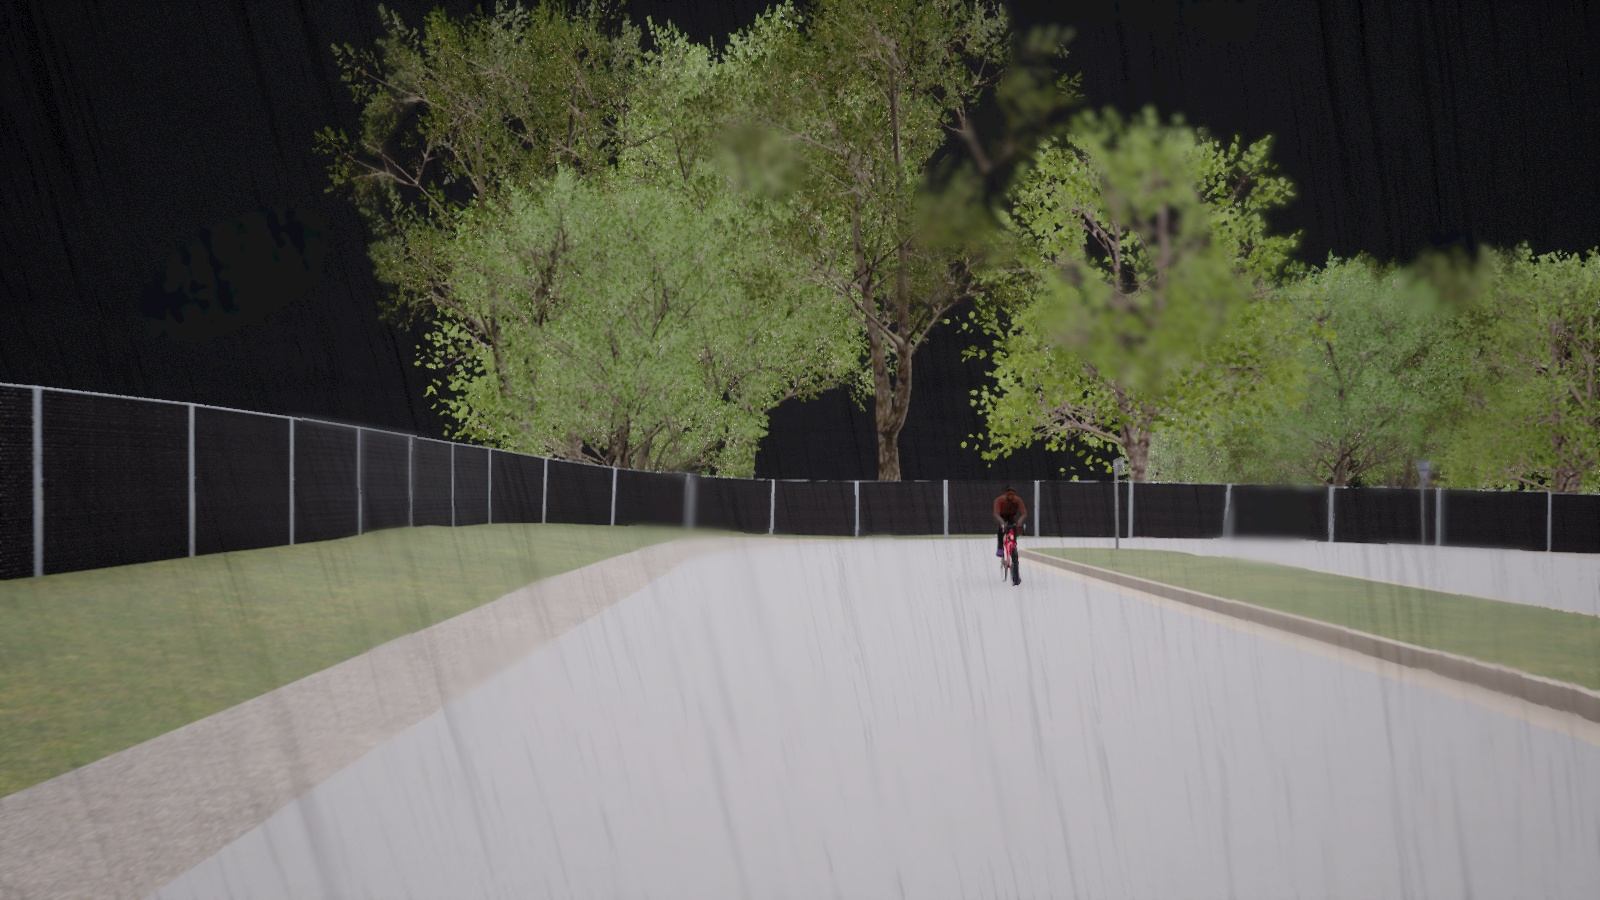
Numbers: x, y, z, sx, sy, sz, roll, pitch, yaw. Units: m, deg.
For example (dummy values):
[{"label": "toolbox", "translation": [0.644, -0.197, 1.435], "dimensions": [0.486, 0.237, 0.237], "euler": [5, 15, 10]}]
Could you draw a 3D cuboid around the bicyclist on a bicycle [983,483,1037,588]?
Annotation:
[{"label": "bicyclist on a bicycle", "translation": [3.394, 1.353, 20.388], "dimensions": [0.582, 1.620, 1.656], "euler": [-1, -2, 0]}]
